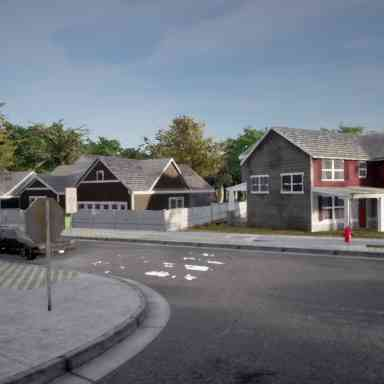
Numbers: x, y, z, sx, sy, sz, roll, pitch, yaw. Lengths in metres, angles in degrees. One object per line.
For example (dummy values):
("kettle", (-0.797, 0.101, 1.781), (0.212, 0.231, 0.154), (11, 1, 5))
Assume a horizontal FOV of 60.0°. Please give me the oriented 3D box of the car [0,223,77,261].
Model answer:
("car", (-7.719, 2.148, 15.082), (5.357, 1.411, 2.033), (-2, 0, 30))
